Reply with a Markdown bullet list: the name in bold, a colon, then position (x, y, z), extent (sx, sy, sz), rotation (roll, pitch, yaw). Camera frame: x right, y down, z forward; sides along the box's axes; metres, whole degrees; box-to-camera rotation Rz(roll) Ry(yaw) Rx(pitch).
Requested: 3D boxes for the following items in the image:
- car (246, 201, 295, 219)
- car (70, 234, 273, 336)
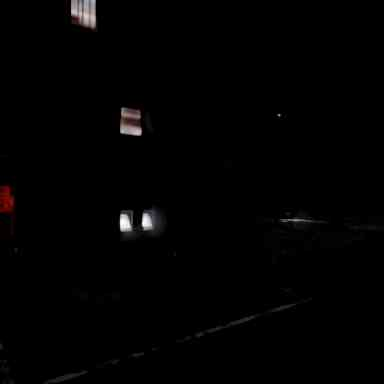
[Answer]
- **car**: position (6.009, 1.407, 26.350), extent (1.994, 1.385, 4.181), rotation (0, 0, -34)
- **car**: position (-0.179, 1.551, 6.579), extent (4.206, 1.307, 1.802), rotation (-1, 1, -35)
